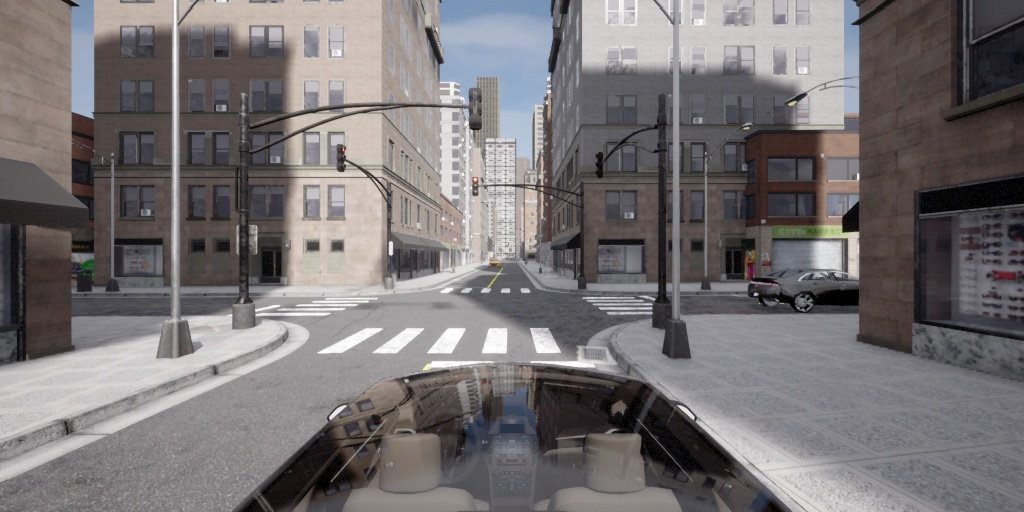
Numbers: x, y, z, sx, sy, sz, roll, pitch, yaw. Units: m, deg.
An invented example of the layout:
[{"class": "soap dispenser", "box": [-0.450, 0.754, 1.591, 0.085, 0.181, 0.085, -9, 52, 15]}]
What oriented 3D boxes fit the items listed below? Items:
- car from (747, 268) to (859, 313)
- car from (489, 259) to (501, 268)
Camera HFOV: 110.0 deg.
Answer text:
[{"class": "car", "box": [11.427, 1.209, 13.225, 4.902, 1.511, 2.128, 0, 0, 0]}, {"class": "car", "box": [-2.998, 1.208, 62.908, 1.882, 1.535, 5.008, 0, 0, 0]}]
